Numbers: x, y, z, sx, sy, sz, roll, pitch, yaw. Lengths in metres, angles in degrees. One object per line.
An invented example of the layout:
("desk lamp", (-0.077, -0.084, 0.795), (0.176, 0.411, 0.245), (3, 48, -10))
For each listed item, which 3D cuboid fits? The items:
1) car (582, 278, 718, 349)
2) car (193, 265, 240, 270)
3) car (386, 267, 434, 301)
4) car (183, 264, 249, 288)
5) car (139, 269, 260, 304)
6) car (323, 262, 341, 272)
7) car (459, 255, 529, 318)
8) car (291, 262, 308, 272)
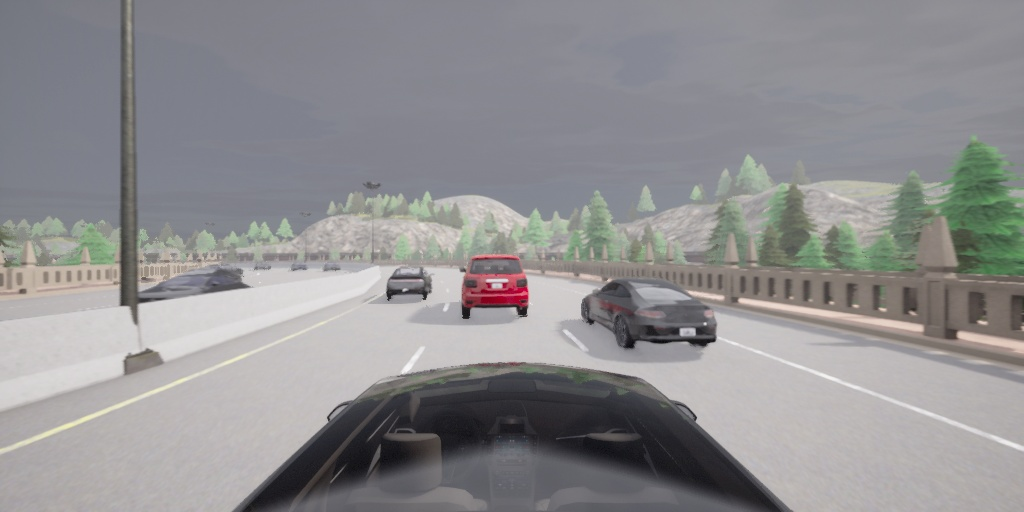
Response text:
("car", (3.150, 1.270, 9.040), (1.812, 1.442, 4.674), (0, 0, -4))
("car", (-16.023, 1.372, 18.777), (1.812, 1.442, 4.674), (0, 0, -12))
("car", (-4.992, 1.284, 17.844), (2.128, 1.511, 4.902), (0, 0, -9))
("car", (-21.666, 1.394, 26.572), (2.128, 1.511, 4.902), (0, 0, -18))
("car", (-11.558, 1.375, 13.167), (1.994, 1.385, 4.181), (0, 0, -8))
("car", (-25.965, 1.602, 51.721), (1.994, 1.385, 4.181), (0, 0, -33))
("car", (-0.751, 0.987, 13.315), (2.150, 2.045, 5.566), (0, 0, -7))
("car", (-33.103, 1.671, 55.841), (2.033, 1.411, 5.357), (0, 0, -38))
